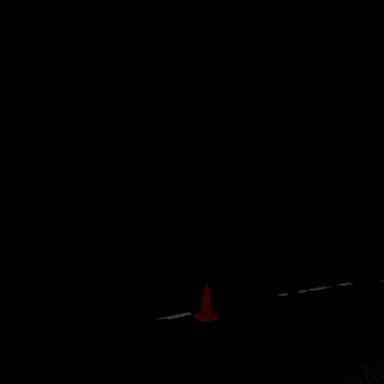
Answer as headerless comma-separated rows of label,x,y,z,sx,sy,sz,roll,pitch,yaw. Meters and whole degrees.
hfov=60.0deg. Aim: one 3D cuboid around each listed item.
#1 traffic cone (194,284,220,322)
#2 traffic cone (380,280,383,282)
traffic cone,0.260,1.895,5.797,0.340,0.580,0.340,0,1,-31
traffic cone,4.935,1.947,8.258,0.340,0.580,0.340,1,1,-25
